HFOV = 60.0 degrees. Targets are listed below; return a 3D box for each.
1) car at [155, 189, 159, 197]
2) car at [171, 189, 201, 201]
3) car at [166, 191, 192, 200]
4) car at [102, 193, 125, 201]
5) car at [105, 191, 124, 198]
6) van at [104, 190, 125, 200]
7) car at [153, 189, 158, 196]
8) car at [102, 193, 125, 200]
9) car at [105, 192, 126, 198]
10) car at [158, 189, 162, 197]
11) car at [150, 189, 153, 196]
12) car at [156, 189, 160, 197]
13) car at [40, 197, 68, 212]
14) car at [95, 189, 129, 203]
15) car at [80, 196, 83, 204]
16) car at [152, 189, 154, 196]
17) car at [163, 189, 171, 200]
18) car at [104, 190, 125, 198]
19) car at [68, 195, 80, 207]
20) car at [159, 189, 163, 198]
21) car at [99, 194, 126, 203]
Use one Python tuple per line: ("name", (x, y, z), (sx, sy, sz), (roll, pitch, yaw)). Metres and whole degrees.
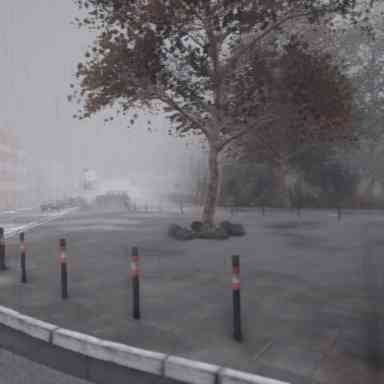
("car", (-5.567, 0.613, 78.837), (4.792, 1.488, 2.163), (-1, 1, -12))
("car", (-0.797, 0.649, 56.747), (4.553, 1.767, 2.185), (-1, 1, -12))
("car", (-2.550, 0.714, 65.045), (4.892, 1.521, 2.231), (-1, 1, -12))
("car", (-16.632, 0.991, 70.541), (4.674, 1.452, 2.002), (-1, 1, -12))
("car", (-20.253, 0.667, 87.101), (4.553, 1.767, 2.185), (-1, 1, -12))
("van", (-17.742, 0.670, 76.080), (4.442, 1.987, 1.878), (-1, 1, -12))
("car", (-6.225, 0.557, 81.710), (5.008, 1.535, 2.097), (-1, 1, -12))
("car", (-17.271, 0.955, 73.293), (4.792, 1.488, 2.163), (-1, 1, -12))
("car", (-20.708, 0.759, 89.896), (5.366, 1.575, 1.946), (-1, 1, -12))
("car", (-4.386, 0.637, 73.314), (5.008, 1.535, 2.097), (-1, 1, -12))
("car", (-8.046, 0.478, 89.982), (5.008, 1.535, 2.097), (-1, 1, -12))
("car", (-4.993, 0.611, 76.071), (5.008, 1.535, 2.097), (-1, 1, -12))
("car", (-16.305, 1.569, 39.108), (1.895, 1.301, 4.718), (-1, 1, -12))
("car", (-13.631, 0.822, 56.732), (5.566, 2.045, 2.435), (-1, 1, -12))
("car", (-20.537, 1.310, 59.001), (1.812, 1.442, 4.674), (-1, 1, -12))
("car", (-6.842, 0.531, 84.465), (5.008, 1.535, 2.097), (-1, 1, -12))
("car", (-2.008, 0.485, 62.397), (5.566, 2.045, 2.435), (-1, 1, -12))
("car", (-21.474, 0.489, 92.618), (5.566, 2.045, 2.435), (-1, 1, -12))
("car", (-18.569, 1.427, 49.616), (2.033, 1.411, 5.357), (-1, 1, -12))
("car", (-3.778, 0.664, 70.556), (4.892, 1.521, 2.231), (-1, 1, -12))
("car", (-14.207, 1.090, 59.500), (4.674, 1.452, 2.002), (-1, 1, -12))
